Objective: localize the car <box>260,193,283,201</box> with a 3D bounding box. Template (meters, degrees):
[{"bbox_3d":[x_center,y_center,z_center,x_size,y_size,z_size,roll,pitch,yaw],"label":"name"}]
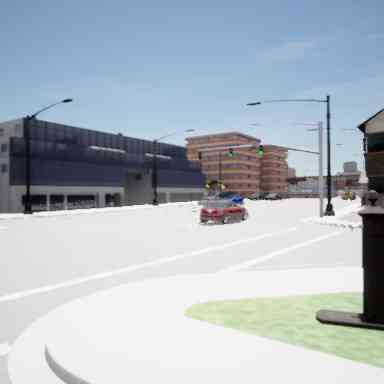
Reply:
[{"bbox_3d":[15.262,0.969,62.080,2.033,1.411,5.357,-1,0,36],"label":"car"}]

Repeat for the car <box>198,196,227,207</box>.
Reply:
[{"bbox_3d":[3.223,1.367,51.057,2.033,1.411,5.357,-1,1,35],"label":"car"}]

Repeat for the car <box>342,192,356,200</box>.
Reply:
[{"bbox_3d":[31.707,0.787,67.200,1.882,1.535,5.008,-1,-1,35],"label":"car"}]

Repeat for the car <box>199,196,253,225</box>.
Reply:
[{"bbox_3d":[2.510,1.420,25.444,2.097,1.767,4.553,0,0,35],"label":"car"}]

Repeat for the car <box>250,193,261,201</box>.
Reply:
[{"bbox_3d":[12.545,0.954,64.277,1.837,1.490,4.892,-1,0,35],"label":"car"}]

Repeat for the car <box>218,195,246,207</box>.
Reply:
[{"bbox_3d":[5.927,1.274,48.816,1.882,1.535,5.008,-1,1,35],"label":"car"}]
